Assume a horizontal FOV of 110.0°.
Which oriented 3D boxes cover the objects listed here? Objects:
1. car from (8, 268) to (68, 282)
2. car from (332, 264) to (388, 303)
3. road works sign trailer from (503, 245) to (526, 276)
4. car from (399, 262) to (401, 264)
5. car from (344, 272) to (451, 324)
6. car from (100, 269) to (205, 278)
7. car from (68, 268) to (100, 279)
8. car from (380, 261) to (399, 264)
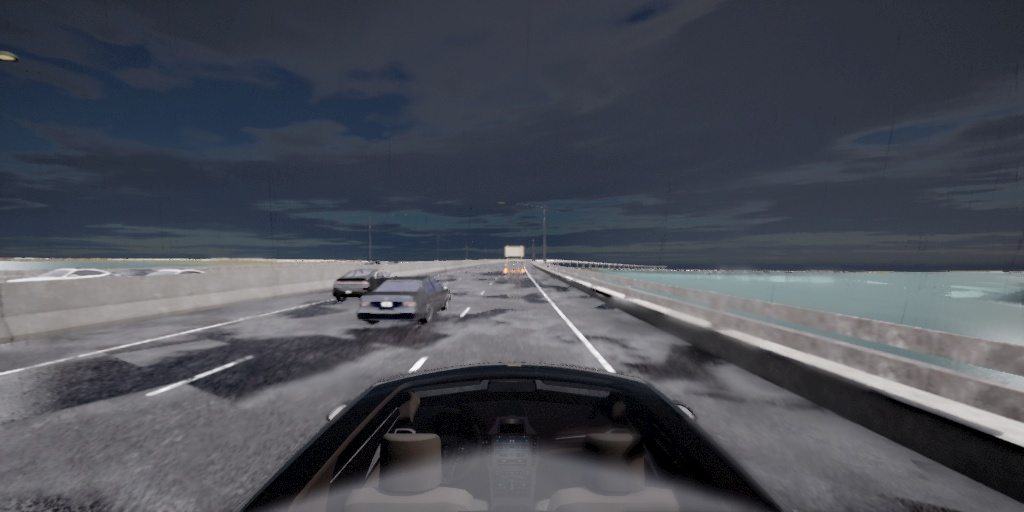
[{"bbox_3d":[-24.537,1.391,19.889,1.812,1.442,4.674,0,0,0],"label":"car"},{"bbox_3d":[-6.859,1.350,17.497,2.128,1.511,4.902,0,0,0],"label":"car"},{"bbox_3d":[0.278,0.502,42.461,2.380,3.560,2.880,0,0,1],"label":"road works sign trailer"},{"bbox_3d":[-16.915,1.752,60.394,1.895,1.301,4.718,0,0,1],"label":"car"},{"bbox_3d":[-3.384,1.370,12.206,2.033,1.411,5.357,0,0,0],"label":"car"},{"bbox_3d":[-17.547,1.385,18.509,1.812,1.442,4.674,0,0,0],"label":"car"},{"bbox_3d":[-21.035,1.432,19.976,1.994,1.385,4.181,0,0,0],"label":"car"},{"bbox_3d":[-20.395,1.674,61.492,1.837,1.490,4.892,0,0,2],"label":"car"}]
